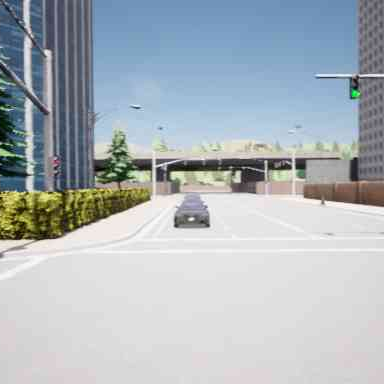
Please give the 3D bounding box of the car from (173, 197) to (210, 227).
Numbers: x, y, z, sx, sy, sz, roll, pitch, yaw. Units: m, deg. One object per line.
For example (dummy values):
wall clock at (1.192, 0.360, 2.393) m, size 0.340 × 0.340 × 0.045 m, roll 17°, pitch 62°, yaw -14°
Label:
car at (-0.033, 1.217, 19.490) m, size 1.994 × 1.385 × 4.181 m, roll 0°, pitch 1°, yaw 0°

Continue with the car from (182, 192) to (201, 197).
car at (-0.054, 1.038, 28.721) m, size 2.033 × 1.411 × 5.357 m, roll 0°, pitch 1°, yaw 0°

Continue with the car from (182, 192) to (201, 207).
car at (-0.055, 0.806, 38.797) m, size 2.128 × 1.511 × 4.902 m, roll 0°, pitch 1°, yaw 0°
